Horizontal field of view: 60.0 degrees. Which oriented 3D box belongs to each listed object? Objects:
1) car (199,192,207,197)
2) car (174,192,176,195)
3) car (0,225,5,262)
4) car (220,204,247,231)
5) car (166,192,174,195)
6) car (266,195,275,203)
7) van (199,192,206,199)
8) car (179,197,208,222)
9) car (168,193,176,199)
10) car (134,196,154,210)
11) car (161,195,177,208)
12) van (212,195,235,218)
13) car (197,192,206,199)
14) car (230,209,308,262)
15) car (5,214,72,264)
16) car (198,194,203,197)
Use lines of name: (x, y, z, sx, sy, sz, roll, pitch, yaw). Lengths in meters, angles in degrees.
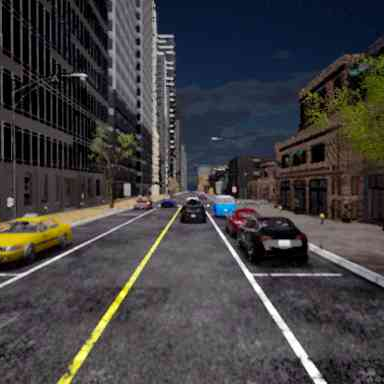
car: (2.695, 1.042, 82.938, 1.967, 1.590, 4.097, -1, 0, 0)
car: (-5.650, 1.169, 82.994, 1.947, 1.339, 4.313, -1, 0, 0)
car: (-5.701, 1.496, 6.024, 1.752, 1.417, 4.829, -1, 0, 0)
car: (2.683, 1.498, 17.250, 1.802, 1.307, 4.206, -1, 0, 0)
car: (-5.822, 1.155, 77.181, 1.752, 1.417, 4.829, -1, 0, 0)
car: (16.540, 1.119, 62.646, 5.009, 1.841, 2.192, 1, 1, 1)
van: (2.695, 0.917, 88.581, 1.690, 1.788, 3.998, -1, 0, 0)
car: (0.097, 1.382, 24.940, 1.837, 1.490, 4.892, 0, 0, 0)
car: (-5.647, 1.116, 94.283, 1.947, 1.339, 4.313, -1, 0, 0)
car: (-5.694, 1.250, 39.403, 1.967, 1.590, 4.097, -1, 0, 0)
car: (-3.017, 1.390, 43.689, 1.895, 1.301, 4.718, 0, 0, 1)
van: (2.682, 1.204, 28.317, 1.690, 1.788, 3.998, -1, 0, 0)
car: (2.696, 0.864, 94.225, 2.192, 1.841, 5.009, -1, 0, 0)
car: (2.681, 1.509, 11.715, 1.947, 1.339, 4.313, -1, 0, 0)
car: (-5.700, 1.470, 11.559, 1.752, 1.417, 4.829, -1, 0, 0)
car: (0.099, 1.335, 39.313, 1.812, 1.442, 4.674, 0, 0, 0)
